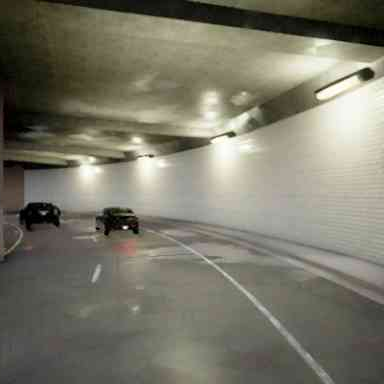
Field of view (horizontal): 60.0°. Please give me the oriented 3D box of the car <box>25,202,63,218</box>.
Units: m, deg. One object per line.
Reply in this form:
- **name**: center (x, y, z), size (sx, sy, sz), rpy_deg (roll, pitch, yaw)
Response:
- **car**: center (-14.979, 1.748, 33.471), size (4.181, 1.385, 1.994), rpy_deg (0, 0, 43)

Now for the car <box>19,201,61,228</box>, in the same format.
- **car**: center (-11.027, 1.484, 23.831), size (2.097, 1.767, 4.553), rpy_deg (0, 0, -34)

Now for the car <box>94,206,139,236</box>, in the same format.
- **car**: center (-4.478, 1.606, 19.490), size (1.837, 1.490, 4.892), rpy_deg (1, -1, -25)
